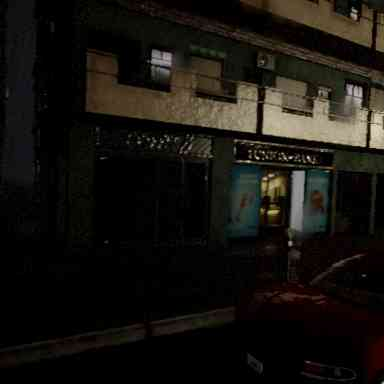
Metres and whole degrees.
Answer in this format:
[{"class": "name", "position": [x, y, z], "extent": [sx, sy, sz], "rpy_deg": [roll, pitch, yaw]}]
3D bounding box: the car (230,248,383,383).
[{"class": "car", "position": [2.597, 1.470, 4.303], "extent": [4.507, 1.381, 1.887], "rpy_deg": [1, 2, -28]}]
